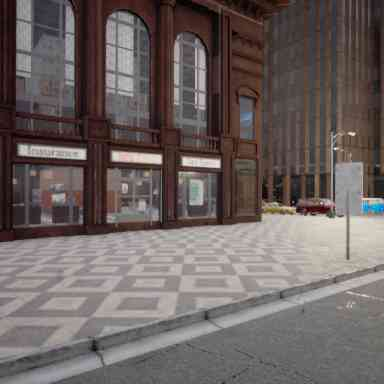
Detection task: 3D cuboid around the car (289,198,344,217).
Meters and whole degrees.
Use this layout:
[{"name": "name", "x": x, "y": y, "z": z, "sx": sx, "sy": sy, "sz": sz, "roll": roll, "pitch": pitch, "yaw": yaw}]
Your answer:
[{"name": "car", "x": 12.595, "y": 1.522, "z": 32.650, "sx": 2.192, "sy": 1.841, "sz": 5.009, "roll": 0, "pitch": 0, "yaw": -35}]

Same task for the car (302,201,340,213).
[{"name": "car", "x": 16.308, "y": 1.898, "z": 42.170, "sx": 1.802, "sy": 1.307, "sz": 4.206, "roll": -1, "pitch": 0, "yaw": -35}]

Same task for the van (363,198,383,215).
[{"name": "van", "x": 19.551, "y": 1.589, "z": 37.579, "sx": 1.690, "sy": 1.788, "sz": 3.998, "roll": -1, "pitch": 0, "yaw": -35}]

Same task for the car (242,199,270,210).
[{"name": "car", "x": 9.813, "y": 1.893, "z": 51.355, "sx": 1.967, "sy": 1.590, "sz": 4.097, "roll": -1, "pitch": 0, "yaw": -35}]

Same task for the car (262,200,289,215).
[{"name": "car", "x": 9.449, "y": 1.799, "z": 37.103, "sx": 1.752, "sy": 1.417, "sz": 4.829, "roll": 0, "pitch": 0, "yaw": -35}]
